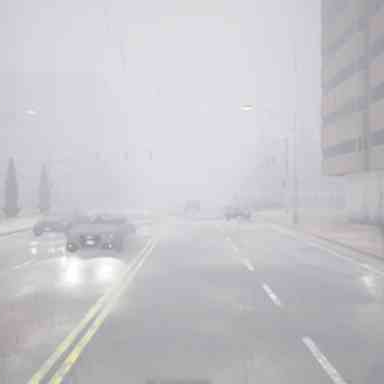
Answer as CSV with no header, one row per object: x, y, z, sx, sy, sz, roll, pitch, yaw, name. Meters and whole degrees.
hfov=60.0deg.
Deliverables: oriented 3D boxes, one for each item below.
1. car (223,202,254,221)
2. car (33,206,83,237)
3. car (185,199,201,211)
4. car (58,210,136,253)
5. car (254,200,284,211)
3.613,1.633,27.535,1.895,1.301,4.718,0,0,1,car
-7.018,1.548,18.505,1.812,1.442,4.674,0,0,0,car
0.078,1.552,40.357,2.033,1.411,5.357,0,0,0,car
-3.556,1.581,13.645,1.994,1.385,4.181,0,0,1,car
9.015,1.597,40.848,4.718,1.301,1.895,0,0,-26,car
